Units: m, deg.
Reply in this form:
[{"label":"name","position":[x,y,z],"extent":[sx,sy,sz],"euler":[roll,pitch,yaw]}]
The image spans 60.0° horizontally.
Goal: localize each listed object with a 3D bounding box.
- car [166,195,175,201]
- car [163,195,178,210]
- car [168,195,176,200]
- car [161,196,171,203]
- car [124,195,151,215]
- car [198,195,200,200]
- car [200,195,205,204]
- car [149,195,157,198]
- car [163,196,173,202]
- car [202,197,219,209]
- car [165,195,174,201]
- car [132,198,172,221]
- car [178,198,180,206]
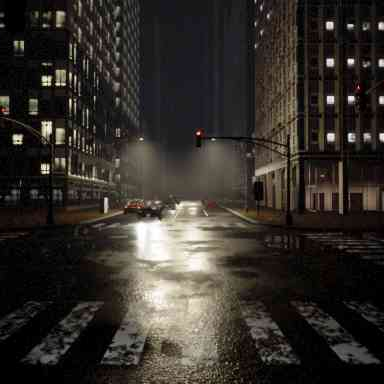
[{"label":"car","position":[-5.722,1.587,89.569],"extent":[2.008,1.369,4.403],"euler":[1,0,0]},{"label":"car","position":[-3.121,1.521,43.465],"extent":[1.837,1.490,4.892],"euler":[0,0,0]},{"label":"car","position":[-5.726,1.605,95.144],"extent":[1.947,1.339,4.313],"euler":[1,0,0]},{"label":"car","position":[-5.713,1.573,72.844],"extent":[1.887,1.381,4.507],"euler":[1,0,0]},{"label":"car","position":[-5.691,1.453,33.818],"extent":[1.967,1.590,4.097],"euler":[1,0,0]},{"label":"car","position":[2.672,1.590,61.767],"extent":[1.947,1.339,4.313],"euler":[1,0,0]},{"label":"car","position":[2.676,1.547,56.360],"extent":[1.752,1.417,4.829],"euler":[1,0,0]},{"label":"car","position":[-5.694,1.332,44.968],"extent":[2.192,1.841,5.009],"euler":[1,0,0]},{"label":"car","position":[-5.716,1.582,78.419],"extent":[2.008,1.369,4.403],"euler":[1,0,0]},{"label":"car","position":[2.680,1.599,45.034],"extent":[1.802,1.307,4.206],"euler":[1,0,0]},{"label":"car","position":[-5.719,1.578,83.994],"extent":[1.887,1.381,4.507],"euler":[1,0,0]},{"label":"car","position":[-3.214,1.501,27.720],"extent":[2.128,1.511,4.902],"euler":[0,0,3]},{"label":"car","position":[-3.094,1.500,57.395],"extent":[1.882,1.535,5.008],"euler":[0,0,0]}]
